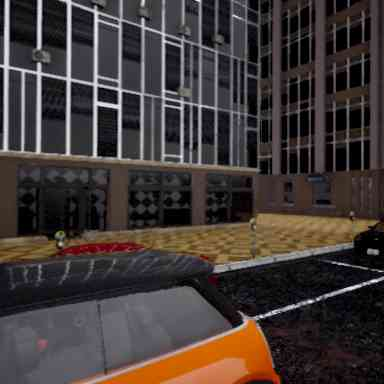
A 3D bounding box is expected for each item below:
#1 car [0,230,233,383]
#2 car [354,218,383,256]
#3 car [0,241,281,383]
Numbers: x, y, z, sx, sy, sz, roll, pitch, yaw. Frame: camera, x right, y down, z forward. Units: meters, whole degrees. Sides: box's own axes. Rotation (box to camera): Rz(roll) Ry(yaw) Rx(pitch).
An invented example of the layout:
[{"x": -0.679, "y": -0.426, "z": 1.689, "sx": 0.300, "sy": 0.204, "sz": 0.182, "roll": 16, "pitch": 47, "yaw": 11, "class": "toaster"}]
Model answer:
[{"x": -1.647, "y": 1.544, "z": 5.390, "sx": 4.507, "sy": 1.381, "sz": 1.887, "roll": 0, "pitch": 1, "yaw": -36, "class": "car"}, {"x": 7.618, "y": 1.558, "z": 11.991, "sx": 4.313, "sy": 1.339, "sz": 1.947, "roll": 0, "pitch": 1, "yaw": -36, "class": "car"}, {"x": -1.524, "y": 1.352, "z": 2.268, "sx": 4.553, "sy": 1.767, "sz": 2.097, "roll": 0, "pitch": 0, "yaw": -35, "class": "car"}]
